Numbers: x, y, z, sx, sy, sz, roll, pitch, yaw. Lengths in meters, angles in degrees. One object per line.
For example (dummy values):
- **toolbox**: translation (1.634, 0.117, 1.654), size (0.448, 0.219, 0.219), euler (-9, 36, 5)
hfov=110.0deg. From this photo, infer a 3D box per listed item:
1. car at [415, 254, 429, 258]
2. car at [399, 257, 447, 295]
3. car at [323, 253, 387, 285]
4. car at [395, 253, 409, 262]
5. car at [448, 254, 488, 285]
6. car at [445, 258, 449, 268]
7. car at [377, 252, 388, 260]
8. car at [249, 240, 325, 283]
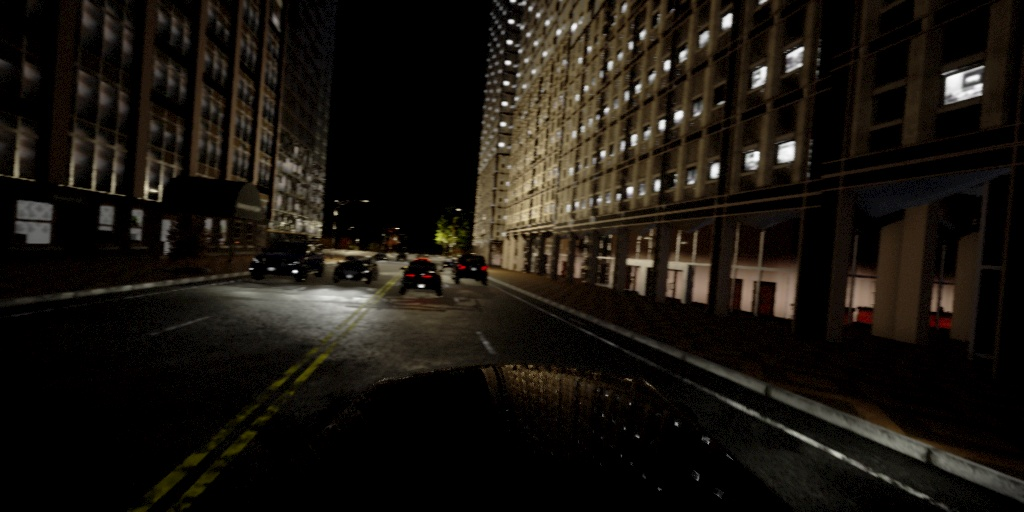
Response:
- **car**: translation (-11.221, 0.521, 45.132), size (2.097, 1.767, 4.553), euler (4, 0, -14)
- **car**: translation (-4.493, 1.018, 17.892), size (1.837, 1.490, 4.892), euler (4, 0, -14)
- **car**: translation (-8.567, 0.712, 20.048), size (2.128, 1.511, 4.902), euler (4, 0, -14)
- **car**: translation (-18.302, 0.253, 59.692), size (1.837, 1.490, 4.892), euler (4, 0, -13)
- **car**: translation (-3.096, 0.890, 25.721), size (2.150, 2.045, 5.566), euler (4, 0, -14)
- **car**: translation (-7.706, 0.978, 44.328), size (2.033, 1.411, 5.357), euler (4, 0, -14)
- **car**: translation (-21.445, 0.029, 58.915), size (2.033, 1.411, 5.357), euler (4, 0, -13)
- **car**: translation (-11.663, 0.203, 19.145), size (2.150, 2.045, 5.566), euler (4, 0, -14)
